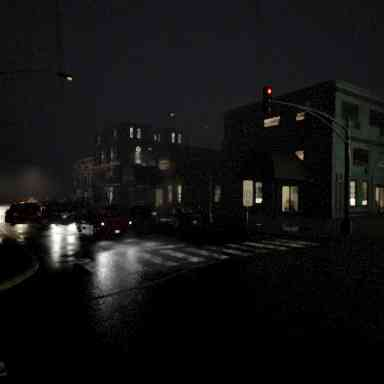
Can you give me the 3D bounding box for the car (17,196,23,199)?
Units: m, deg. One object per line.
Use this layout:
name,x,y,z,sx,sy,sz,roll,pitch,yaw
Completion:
car,-39.754,1.785,78.492,2.192,1.841,5.009,1,-1,-35

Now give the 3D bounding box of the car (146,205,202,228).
car,-1.065,1.699,23.053,2.008,1.369,4.403,1,-1,-35

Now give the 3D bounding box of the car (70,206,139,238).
car,-4.947,1.654,18.270,1.895,1.301,4.718,1,-1,-35

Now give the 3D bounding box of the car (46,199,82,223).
car,-10.893,1.593,26.834,2.128,1.511,4.902,1,-1,-35

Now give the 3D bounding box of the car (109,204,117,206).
car,-7.322,1.781,32.053,1.802,1.307,4.206,1,-1,-35

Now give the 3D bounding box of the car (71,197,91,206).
car,-14.340,1.571,42.076,2.192,1.841,5.009,1,-1,-35

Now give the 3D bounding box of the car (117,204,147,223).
car,-4.194,1.739,27.554,1.947,1.339,4.313,1,-1,-35

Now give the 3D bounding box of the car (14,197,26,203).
car,-42.924,2.048,83.047,2.008,1.369,4.403,1,-1,-35

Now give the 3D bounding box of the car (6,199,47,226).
car,-11.891,1.491,23.495,1.967,1.590,4.097,1,-1,-35

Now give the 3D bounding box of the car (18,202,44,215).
car,-17.971,1.761,37.036,1.895,1.301,4.718,1,-1,-35

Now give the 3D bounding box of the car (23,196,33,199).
car,-33.516,1.942,69.513,1.752,1.417,4.829,1,-1,-35

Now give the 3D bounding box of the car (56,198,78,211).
car,-17.536,1.723,46.614,1.967,1.590,4.097,1,-1,-35
